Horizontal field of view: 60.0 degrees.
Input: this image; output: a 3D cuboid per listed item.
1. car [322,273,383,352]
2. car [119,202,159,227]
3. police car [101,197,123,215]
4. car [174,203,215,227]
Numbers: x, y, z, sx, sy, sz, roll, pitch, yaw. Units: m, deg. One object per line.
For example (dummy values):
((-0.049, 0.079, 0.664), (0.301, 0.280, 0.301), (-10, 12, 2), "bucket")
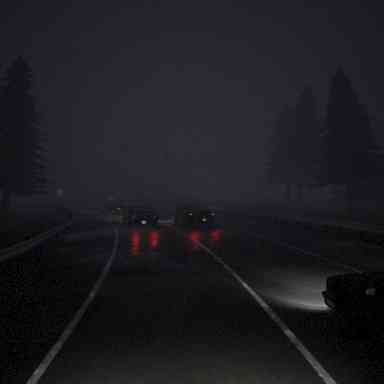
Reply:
((3.353, 1.529, 3.449), (2.033, 1.411, 5.357), (0, 0, -3), "car")
((-3.592, 1.566, 22.552), (1.895, 1.301, 4.718), (0, 0, -17), "car")
((-8.105, 1.381, 34.154), (1.930, 1.638, 5.238), (0, 0, -25), "police car")
((0.115, 1.480, 22.234), (1.812, 1.442, 4.674), (0, 0, -16), "car")
